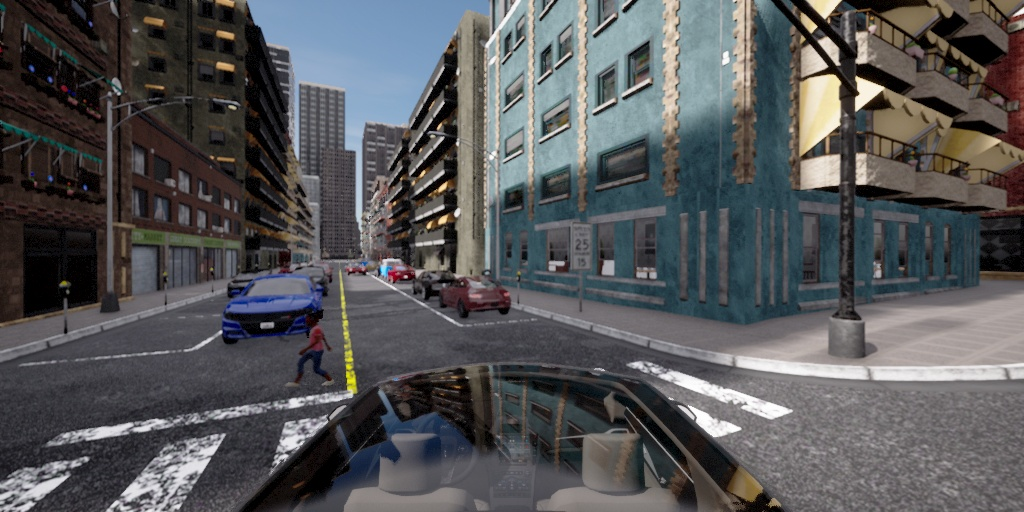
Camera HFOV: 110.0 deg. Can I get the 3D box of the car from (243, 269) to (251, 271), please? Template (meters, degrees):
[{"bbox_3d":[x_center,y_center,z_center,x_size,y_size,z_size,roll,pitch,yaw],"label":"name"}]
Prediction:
[{"bbox_3d":[-13.793,1.384,19.329,1.948,1.339,4.313,0,0,-26],"label":"car"}]

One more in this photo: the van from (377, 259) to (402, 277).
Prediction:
[{"bbox_3d":[-11.047,1.197,32.911,1.690,1.789,3.998,0,0,-26],"label":"van"}]

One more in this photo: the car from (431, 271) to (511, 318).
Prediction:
[{"bbox_3d":[-1.435,1.366,13.018,1.802,1.307,4.207,0,0,-26],"label":"car"}]

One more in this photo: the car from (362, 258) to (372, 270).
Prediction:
[{"bbox_3d":[-20.734,1.460,52.956,1.751,1.417,4.829,0,0,-26],"label":"car"}]

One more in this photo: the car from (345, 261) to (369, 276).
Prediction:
[{"bbox_3d":[-17.168,1.487,39.533,1.895,1.301,4.718,0,0,-25],"label":"car"}]

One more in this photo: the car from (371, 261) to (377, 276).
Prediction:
[{"bbox_3d":[-13.451,1.441,37.884,1.948,1.339,4.313,0,0,-26],"label":"car"}]

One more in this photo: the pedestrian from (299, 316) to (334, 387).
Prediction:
[{"bbox_3d":[-3.003,1.058,5.510,0.375,1.860,0.375,0,0,-26],"label":"pedestrian"}]

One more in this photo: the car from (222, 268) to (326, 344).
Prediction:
[{"bbox_3d":[-6.460,1.259,10.106,1.882,1.535,5.008,0,0,-26],"label":"car"}]

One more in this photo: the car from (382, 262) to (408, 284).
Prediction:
[{"bbox_3d":[-8.644,1.383,27.937,1.888,1.381,4.507,0,0,-26],"label":"car"}]

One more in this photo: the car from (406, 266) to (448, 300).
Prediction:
[{"bbox_3d":[-3.838,1.367,17.991,1.948,1.339,4.313,0,0,-26],"label":"car"}]

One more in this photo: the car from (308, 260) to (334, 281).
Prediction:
[{"bbox_3d":[-15.268,1.326,28.375,1.882,1.535,5.008,0,0,-26],"label":"car"}]

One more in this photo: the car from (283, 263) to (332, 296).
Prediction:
[{"bbox_3d":[-10.864,1.319,19.227,1.837,1.490,4.892,0,0,-26],"label":"car"}]
